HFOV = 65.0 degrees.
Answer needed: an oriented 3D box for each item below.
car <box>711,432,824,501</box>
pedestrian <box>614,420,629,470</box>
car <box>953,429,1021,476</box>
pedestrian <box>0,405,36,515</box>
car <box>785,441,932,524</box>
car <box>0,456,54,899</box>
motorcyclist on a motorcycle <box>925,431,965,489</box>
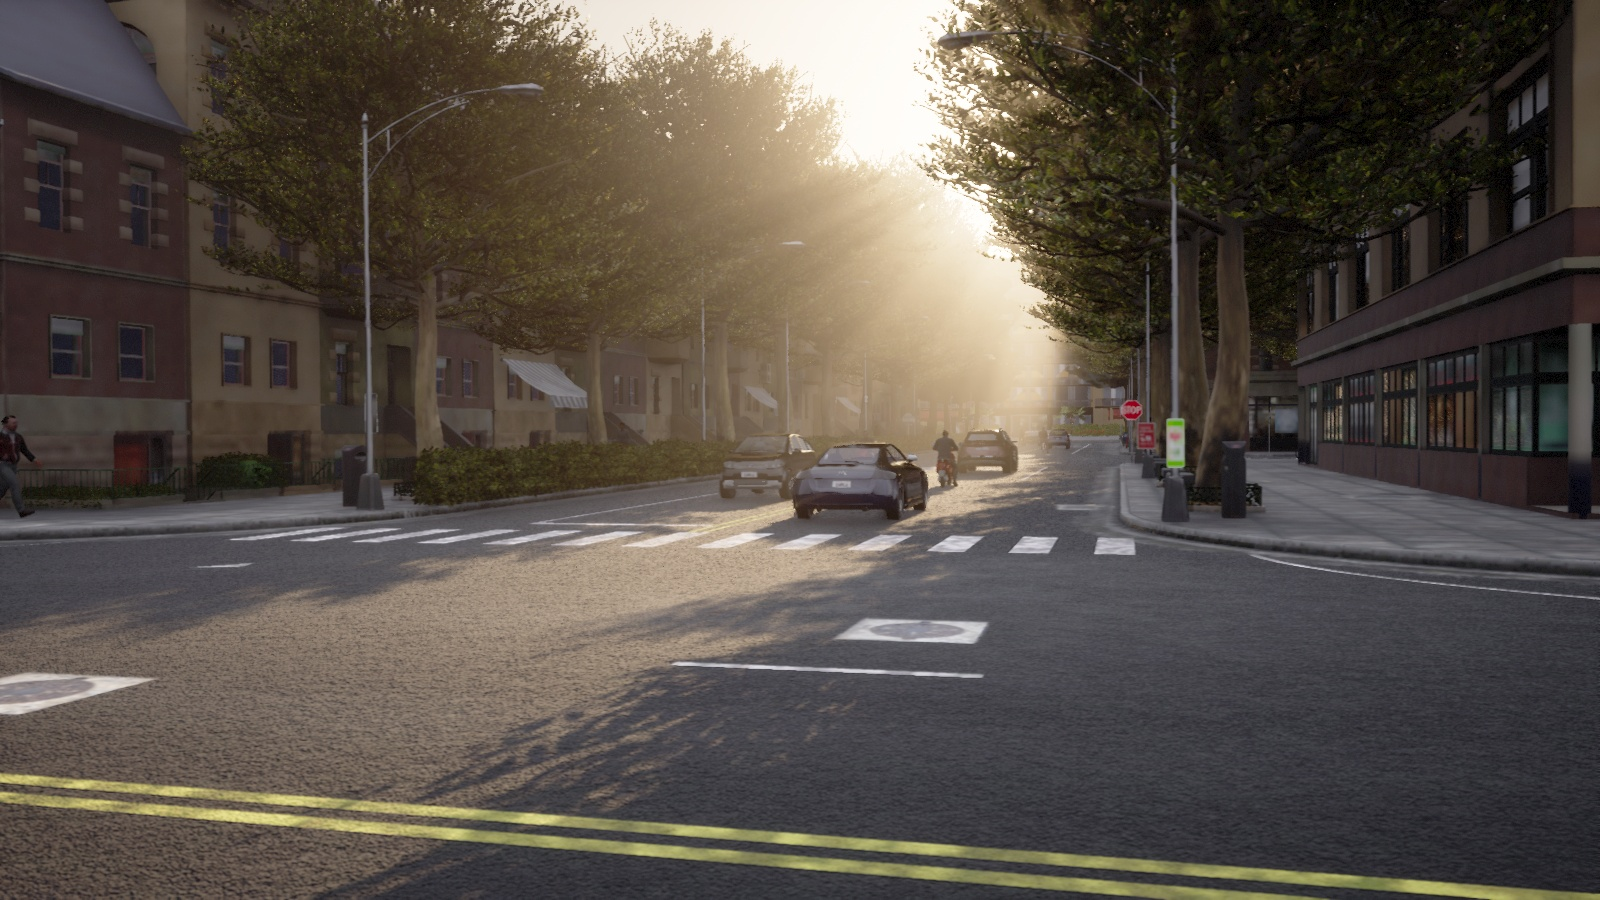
[{"bbox_3d":[-0.719,0.362,30.405,1.789,1.549,3.705,0,0,14],"label":"car"},{"bbox_3d":[-6.623,-0.203,46.615,0.353,1.847,0.614,0,1,9],"label":"pedestrian"},{"bbox_3d":[7.021,0.043,46.852,2.033,1.649,4.856,0,1,14],"label":"car"},{"bbox_3d":[-13.504,0.171,21.438,0.720,1.854,0.376,0,1,10],"label":"pedestrian"},{"bbox_3d":[1.216,0.540,23.917,1.994,1.385,4.181,0,1,14],"label":"car"},{"bbox_3d":[-4.631,0.785,3.985,3.633,1.501,1.845,0,1,14],"label":"car"},{"bbox_3d":[4.069,0.259,35.191,0.866,1.590,1.817,0,1,14],"label":"motorcyclist on a motorcycle"}]
